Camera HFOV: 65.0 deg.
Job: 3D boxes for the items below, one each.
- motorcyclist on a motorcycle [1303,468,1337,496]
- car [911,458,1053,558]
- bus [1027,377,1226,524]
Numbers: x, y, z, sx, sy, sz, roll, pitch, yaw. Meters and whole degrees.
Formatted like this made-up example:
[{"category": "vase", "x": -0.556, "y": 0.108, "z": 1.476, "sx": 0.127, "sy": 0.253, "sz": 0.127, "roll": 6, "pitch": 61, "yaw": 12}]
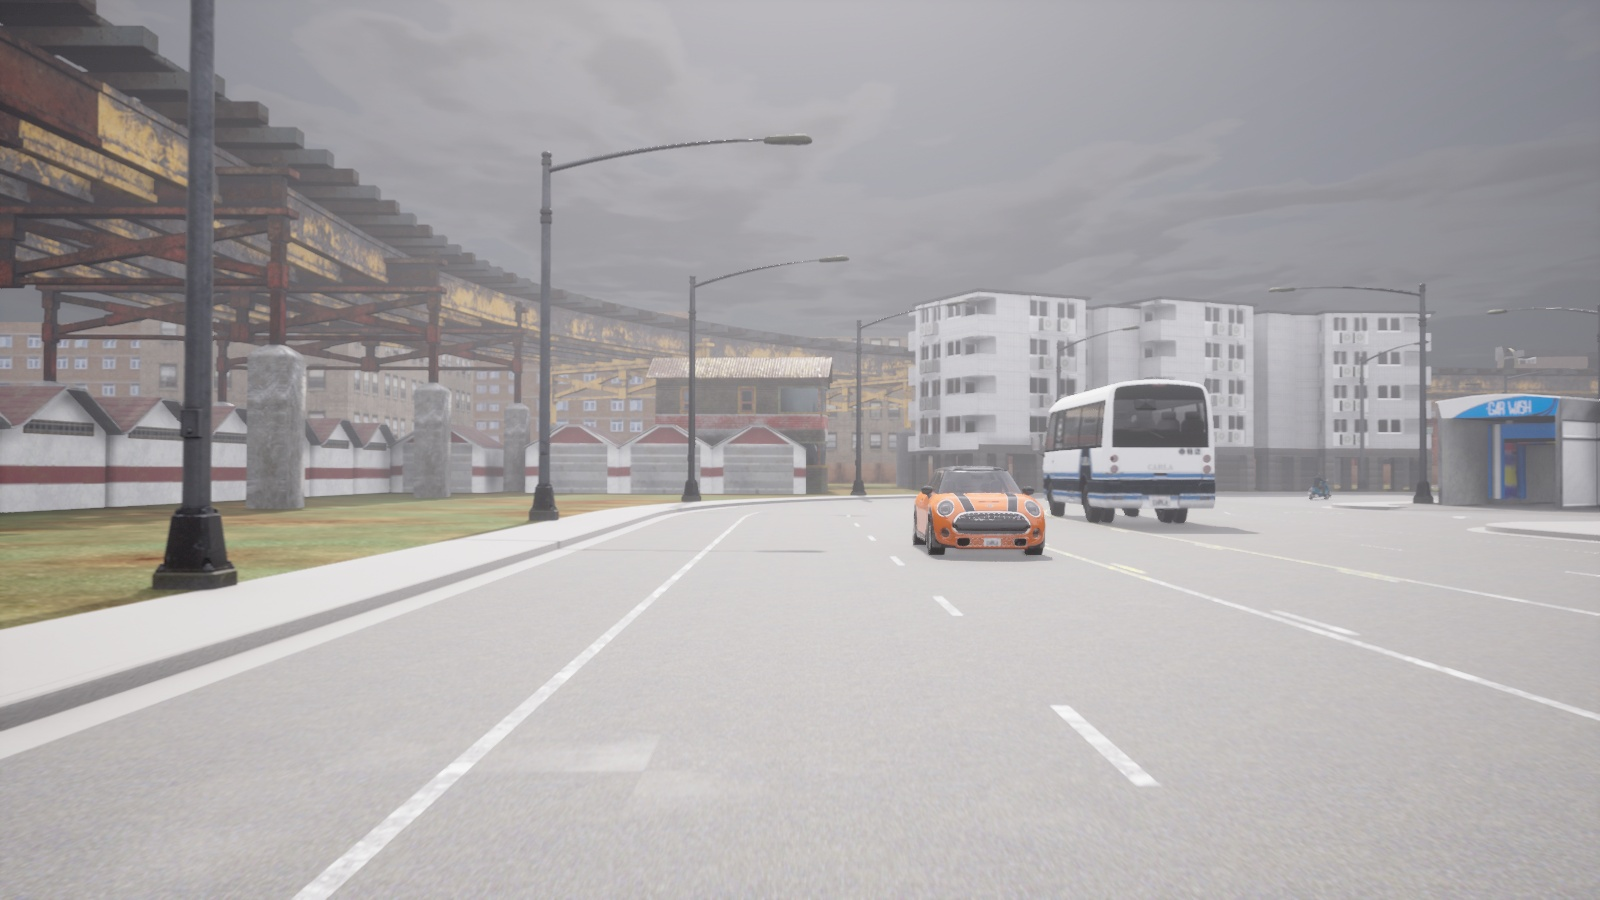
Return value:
[{"category": "motorcyclist on a motorcycle", "x": 30.141, "y": 1.866, "z": 72.815, "sx": 1.817, "sy": 1.590, "sz": 0.866, "roll": 0, "pitch": -1, "yaw": -29}, {"category": "car", "x": 3.439, "y": 1.072, "z": 24.649, "sx": 2.097, "sy": 1.767, "sz": 4.553, "roll": 0, "pitch": -1, "yaw": 0}, {"category": "bus", "x": 10.428, "y": 0.094, "z": 41.661, "sx": 3.944, "sy": 4.253, "sz": 10.273, "roll": 0, "pitch": -1, "yaw": 0}]
